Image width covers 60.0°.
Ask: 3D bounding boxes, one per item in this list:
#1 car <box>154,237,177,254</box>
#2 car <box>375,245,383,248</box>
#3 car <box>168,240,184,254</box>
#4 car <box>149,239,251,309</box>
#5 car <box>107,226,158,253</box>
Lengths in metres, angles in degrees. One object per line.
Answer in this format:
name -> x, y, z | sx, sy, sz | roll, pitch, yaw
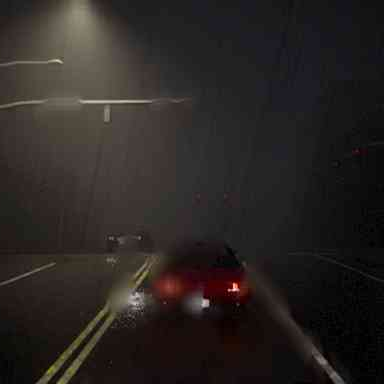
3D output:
car -> -2.921, 6.167, 37.946 | 2.097, 1.767, 4.553 | 0, -11, 1
car -> 17.369, 4.754, 26.957 | 4.902, 1.511, 2.128 | 4, -11, 1
car -> -2.589, 8.963, 53.617 | 2.150, 2.045, 5.566 | 0, -11, 1
car -> 0.214, 1.881, 8.465 | 1.895, 1.301, 4.718 | 0, -2, 1
car -> -3.325, 2.667, 18.624 | 2.128, 1.511, 4.902 | -1, -11, 1
